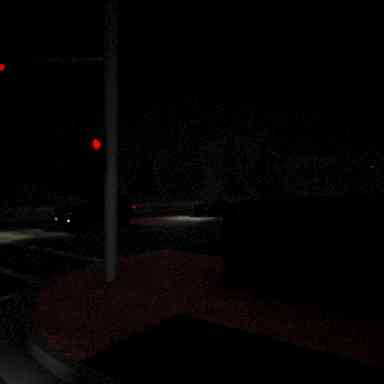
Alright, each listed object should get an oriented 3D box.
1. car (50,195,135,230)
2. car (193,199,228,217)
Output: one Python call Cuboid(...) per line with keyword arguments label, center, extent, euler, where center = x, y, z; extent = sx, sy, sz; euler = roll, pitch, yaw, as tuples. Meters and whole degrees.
Cuboid(label="car", center=(-6.198, 1.220, 21.522), extent=(2.150, 2.045, 5.566), euler=(0, 0, 38))
Cuboid(label="car", center=(2.085, 1.476, 31.965), extent=(1.882, 1.535, 5.008), euler=(0, 0, 39))
